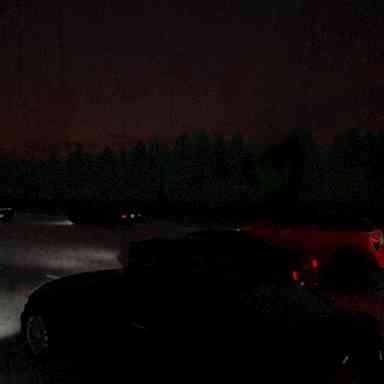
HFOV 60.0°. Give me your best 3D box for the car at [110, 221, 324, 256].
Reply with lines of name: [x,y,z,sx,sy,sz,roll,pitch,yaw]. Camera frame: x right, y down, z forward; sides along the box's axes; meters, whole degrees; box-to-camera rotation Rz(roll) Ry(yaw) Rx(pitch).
car: [0.407,1.569,8.003,4.718,1.301,1.895,1,0,35]

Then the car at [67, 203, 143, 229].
car: [-5.507,1.423,20.819,5.357,1.411,2.033,1,0,36]

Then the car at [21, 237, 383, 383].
car: [-0.231,1.507,4.158,4.674,1.442,1.812,1,0,36]

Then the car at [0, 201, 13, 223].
car: [-14.083,1.306,22.638,4.902,1.511,2.128,1,0,36]

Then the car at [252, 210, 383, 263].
car: [3.384,1.329,10.177,4.553,1.767,2.097,1,0,36]
